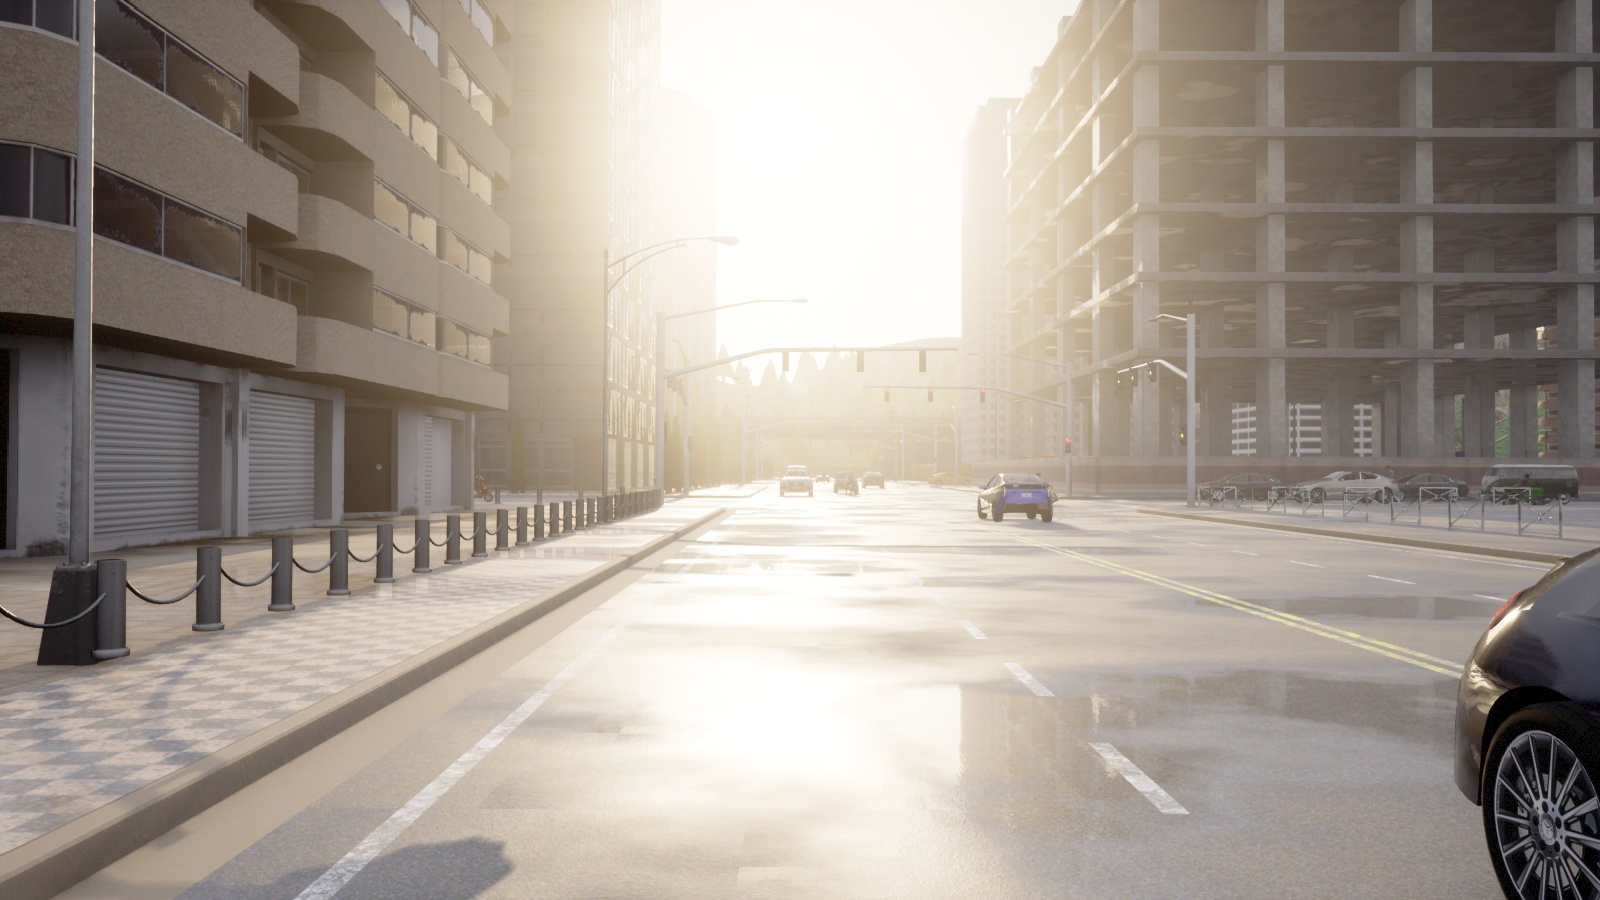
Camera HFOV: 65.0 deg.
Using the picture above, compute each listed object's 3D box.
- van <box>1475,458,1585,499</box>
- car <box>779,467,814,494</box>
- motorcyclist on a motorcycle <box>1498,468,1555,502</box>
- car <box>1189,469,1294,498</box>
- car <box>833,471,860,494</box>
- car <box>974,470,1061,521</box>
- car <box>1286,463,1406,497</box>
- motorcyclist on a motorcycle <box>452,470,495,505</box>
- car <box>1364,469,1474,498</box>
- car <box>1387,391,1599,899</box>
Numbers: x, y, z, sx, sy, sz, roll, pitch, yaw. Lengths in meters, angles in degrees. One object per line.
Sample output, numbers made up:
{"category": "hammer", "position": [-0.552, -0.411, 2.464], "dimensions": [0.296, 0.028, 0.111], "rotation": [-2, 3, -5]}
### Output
{"category": "van", "position": [36.441, 1.418, 62.785], "dimensions": [4.442, 1.987, 1.775], "rotation": [0, -1, 0]}
{"category": "car", "position": [-0.211, 1.928, 79.617], "dimensions": [2.152, 1.651, 5.027], "rotation": [0, -1, 0]}
{"category": "motorcyclist on a motorcycle", "position": [32.265, 1.546, 55.757], "dimensions": [2.044, 1.523, 0.797], "rotation": [0, -1, 0]}
{"category": "car", "position": [23.227, 1.780, 66.199], "dimensions": [4.892, 1.490, 1.837], "rotation": [0, -1, 0]}
{"category": "car", "position": [3.265, 2.267, 88.743], "dimensions": [1.789, 1.549, 3.705], "rotation": [0, -1, 0]}
{"category": "car", "position": [6.893, 1.409, 40.286], "dimensions": [2.007, 1.525, 4.514], "rotation": [0, -1, 0]}
{"category": "car", "position": [27.222, 1.480, 62.726], "dimensions": [5.027, 1.651, 2.152], "rotation": [0, -1, 0]}
{"category": "motorcyclist on a motorcycle", "position": [-15.234, 1.756, 58.636], "dimensions": [1.817, 1.590, 0.866], "rotation": [0, -1, 0]}
{"category": "car", "position": [32.643, 1.743, 66.259], "dimensions": [4.892, 1.490, 1.837], "rotation": [0, -1, -1]}
{"category": "car", "position": [3.492, 0.623, 2.625], "dimensions": [2.152, 1.651, 5.027], "rotation": [0, -1, 0]}
